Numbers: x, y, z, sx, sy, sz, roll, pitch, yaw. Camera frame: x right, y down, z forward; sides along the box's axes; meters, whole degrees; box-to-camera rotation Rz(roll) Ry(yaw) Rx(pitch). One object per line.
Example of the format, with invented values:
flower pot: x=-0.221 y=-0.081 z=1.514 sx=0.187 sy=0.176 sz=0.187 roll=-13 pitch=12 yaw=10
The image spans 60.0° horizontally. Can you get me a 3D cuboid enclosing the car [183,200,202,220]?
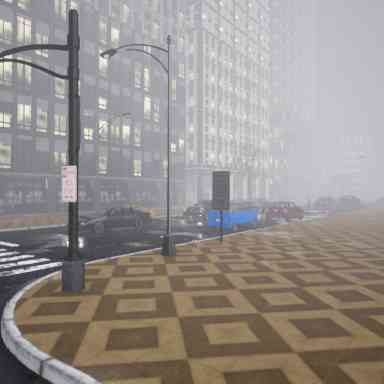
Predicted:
car: x=1.253 y=1.375 z=27.567 sx=2.097 sy=1.767 sz=4.553 roll=0 pitch=0 yaw=38

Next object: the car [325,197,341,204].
car: x=28.455 y=1.624 z=66.978 sx=2.008 sy=1.369 sz=4.403 roll=0 pitch=0 yaw=38

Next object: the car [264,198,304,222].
car: x=7.561 y=1.472 z=26.894 sx=1.967 sy=1.590 sz=4.097 roll=0 pitch=0 yaw=38

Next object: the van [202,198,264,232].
van: x=2.601 y=1.368 z=20.264 sx=1.690 sy=1.788 sz=3.998 roll=0 pitch=0 yaw=38

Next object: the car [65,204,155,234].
car: x=-4.723 y=1.564 z=19.806 sx=2.033 sy=1.411 sz=5.357 roll=0 pitch=0 yaw=38

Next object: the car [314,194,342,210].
car: x=17.940 y=1.400 z=44.430 sx=2.097 sy=1.767 sz=4.553 roll=0 pitch=0 yaw=38

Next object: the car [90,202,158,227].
car: x=-4.790 y=1.540 z=23.975 sx=1.752 sy=1.417 sz=4.829 roll=0 pitch=0 yaw=38

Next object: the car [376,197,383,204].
car: x=38.092 y=1.658 z=66.582 sx=1.947 sy=1.339 sz=4.313 roll=0 pitch=0 yaw=38

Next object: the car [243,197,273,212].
car: x=8.101 y=1.471 z=40.520 sx=1.967 sy=1.590 sz=4.097 roll=0 pitch=0 yaw=38

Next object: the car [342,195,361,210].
car: x=21.131 y=1.368 z=44.534 sx=2.192 sy=1.841 sz=5.009 roll=0 pitch=0 yaw=38

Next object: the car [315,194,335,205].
car: x=25.063 y=1.381 z=62.569 sx=2.192 sy=1.841 sz=5.009 roll=0 pitch=0 yaw=38

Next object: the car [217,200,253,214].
car: x=4.708 y=1.571 z=36.110 sx=1.887 sy=1.381 sz=4.507 roll=0 pitch=0 yaw=38

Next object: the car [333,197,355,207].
car: x=23.991 y=1.552 z=52.291 sx=2.128 sy=1.511 sz=4.902 roll=0 pitch=0 yaw=37

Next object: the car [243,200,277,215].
car: x=7.303 y=1.594 z=35.417 sx=1.994 sy=1.385 sz=4.181 roll=0 pitch=0 yaw=38

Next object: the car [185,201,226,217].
car: x=1.316 y=1.604 z=31.700 sx=1.802 sy=1.307 sz=4.206 roll=0 pitch=0 yaw=38
